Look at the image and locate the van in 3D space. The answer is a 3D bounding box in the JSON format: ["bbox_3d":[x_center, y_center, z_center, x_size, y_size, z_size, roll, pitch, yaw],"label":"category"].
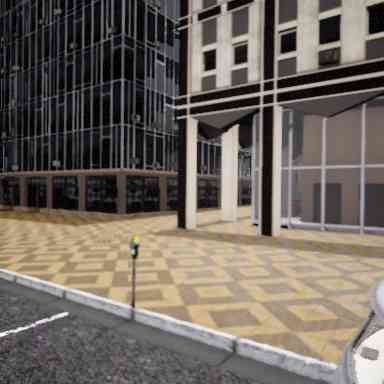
[{"bbox_3d":[2.507,1.350,1.076,3.998,1.788,1.690,0,1,35],"label":"van"}]
